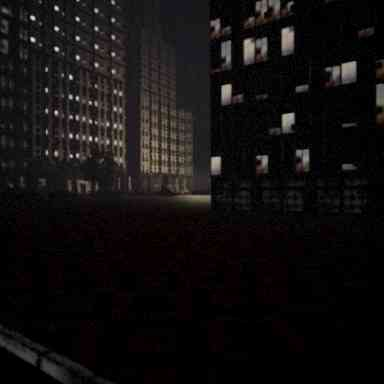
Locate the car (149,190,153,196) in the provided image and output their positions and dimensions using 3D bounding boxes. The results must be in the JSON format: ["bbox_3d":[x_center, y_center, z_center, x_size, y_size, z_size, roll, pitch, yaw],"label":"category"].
[{"bbox_3d":[-8.357,0.243,72.867,2.008,1.369,4.403,0,0,34],"label":"car"}]

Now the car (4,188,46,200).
[{"bbox_3d":[-20.683,0.257,40.741,1.967,1.590,4.097,0,0,34],"label":"car"}]

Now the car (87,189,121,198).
[{"bbox_3d":[-15.484,0.305,57.797,2.033,1.411,5.357,0,0,35],"label":"car"}]

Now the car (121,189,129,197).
[{"bbox_3d":[-14.691,0.187,63.644,1.967,1.590,4.097,0,0,34],"label":"car"}]

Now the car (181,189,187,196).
[{"bbox_3d":[-2.024,0.080,82.090,1.967,1.590,4.097,0,0,34],"label":"car"}]

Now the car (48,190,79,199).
[{"bbox_3d":[-17.522,0.368,45.346,1.802,1.307,4.206,0,0,34],"label":"car"}]

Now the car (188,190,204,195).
[{"bbox_3d":[1.144,0.158,86.702,1.887,1.381,4.507,0,0,34],"label":"car"}]

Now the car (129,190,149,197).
[{"bbox_3d":[-11.524,0.264,68.256,1.887,1.381,4.507,0,0,34],"label":"car"}]

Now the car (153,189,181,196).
[{"bbox_3d":[-4.770,0.195,63.892,1.752,1.417,4.829,0,0,34],"label":"car"}]

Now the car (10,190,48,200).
[{"bbox_3d":[-24.287,0.361,49.671,1.752,1.417,4.829,0,0,34],"label":"car"}]

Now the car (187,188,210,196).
[{"bbox_3d":[1.462,0.057,72.955,1.967,1.590,4.097,0,0,34],"label":"car"}]
